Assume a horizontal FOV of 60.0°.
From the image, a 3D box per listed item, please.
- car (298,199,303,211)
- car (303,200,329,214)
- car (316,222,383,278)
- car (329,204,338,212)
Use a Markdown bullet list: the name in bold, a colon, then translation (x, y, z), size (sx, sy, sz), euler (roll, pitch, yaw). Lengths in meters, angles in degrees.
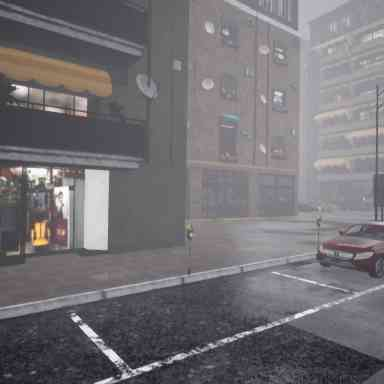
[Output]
- **car**: translation (8.973, 1.327, 36.009), size (2.192, 1.841, 5.009), euler (1, -1, -36)
- **car**: translation (11.779, 1.549, 36.325), size (2.128, 1.511, 4.902), euler (2, -1, -36)
- **car**: translation (5.549, 1.588, 10.109), size (4.206, 1.307, 1.802), euler (0, 1, -36)
- **car**: translation (15.268, 1.707, 40.744), size (1.752, 1.417, 4.829), euler (1, -1, -36)
